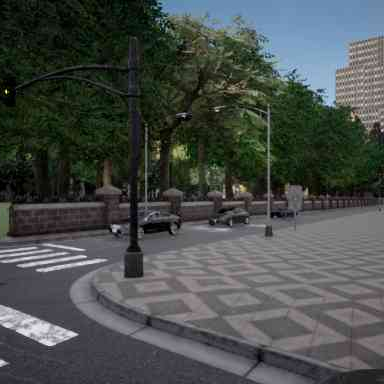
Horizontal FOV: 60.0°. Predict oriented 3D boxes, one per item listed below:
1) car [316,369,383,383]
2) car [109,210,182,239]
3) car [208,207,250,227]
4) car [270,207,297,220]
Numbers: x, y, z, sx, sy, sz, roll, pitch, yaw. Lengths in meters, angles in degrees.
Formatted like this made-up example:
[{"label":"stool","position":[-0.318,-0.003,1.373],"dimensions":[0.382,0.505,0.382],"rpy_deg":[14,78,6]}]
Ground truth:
[{"label":"car","position":[2.508,1.551,1.174],"dimensions":[4.403,1.369,2.008],"rpy_deg":[0,0,36]},{"label":"car","position":[-2.605,1.816,19.471],"dimensions":[2.128,1.511,4.902],"rpy_deg":[0,-1,37]},{"label":"car","position":[3.174,2.034,27.679],"dimensions":[1.837,1.490,4.892],"rpy_deg":[0,-1,35]},{"label":"car","position":[10.274,2.389,37.721],"dimensions":[1.895,1.301,4.718],"rpy_deg":[0,-1,35]}]
